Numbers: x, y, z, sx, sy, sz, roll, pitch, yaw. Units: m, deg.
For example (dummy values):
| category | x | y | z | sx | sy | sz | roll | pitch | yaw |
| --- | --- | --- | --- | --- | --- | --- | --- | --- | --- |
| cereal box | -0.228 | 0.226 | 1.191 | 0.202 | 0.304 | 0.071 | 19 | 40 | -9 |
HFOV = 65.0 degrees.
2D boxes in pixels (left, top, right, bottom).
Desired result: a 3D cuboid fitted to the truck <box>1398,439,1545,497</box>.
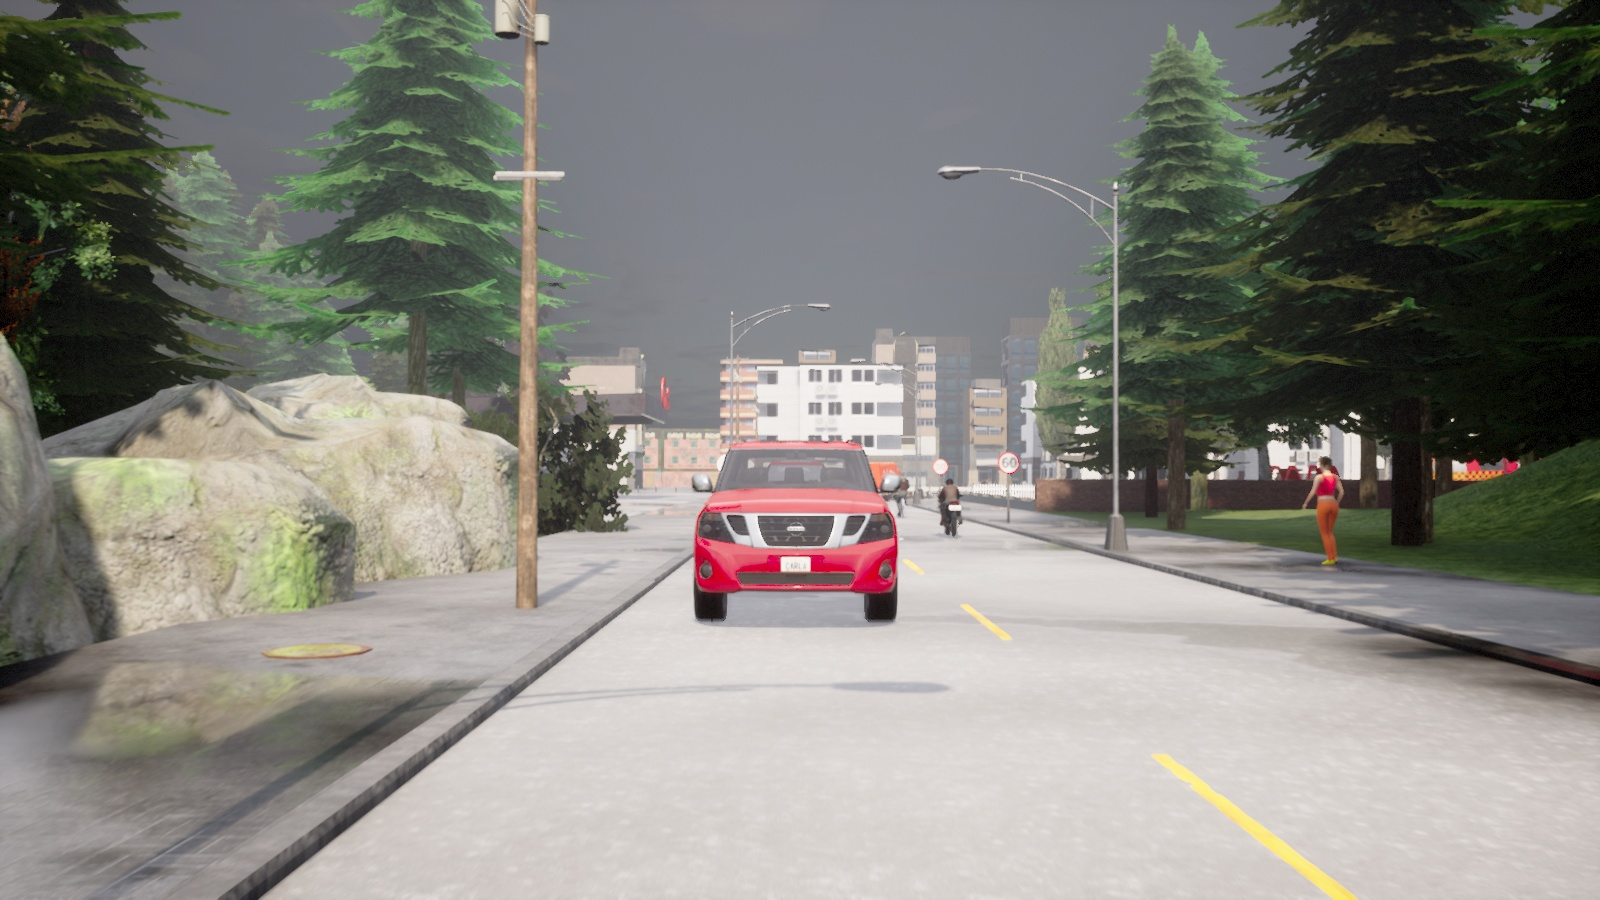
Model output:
| category | x | y | z | sx | sy | sz | roll | pitch | yaw |
| --- | --- | --- | --- | --- | --- | --- | --- | --- | --- |
| truck | 45.787 | 1.222 | 85.757 | 8.468 | 3.827 | 2.891 | 0 | -1 | 0 |

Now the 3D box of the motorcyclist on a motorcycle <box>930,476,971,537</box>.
| category | x | y | z | sx | sy | sz | roll | pitch | yaw |
| --- | --- | --- | --- | --- | --- | --- | --- | --- | --- |
| motorcyclist on a motorcycle | 3.915 | 1.457 | 32.797 | 0.797 | 1.523 | 2.044 | 0 | -1 | 0 |

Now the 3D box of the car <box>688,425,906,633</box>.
| category | x | y | z | sx | sy | sz | roll | pitch | yaw |
| --- | --- | --- | --- | --- | --- | --- | --- | --- | --- |
| car | -0.040 | 0.853 | 15.235 | 2.150 | 2.045 | 5.566 | 0 | -1 | 0 |

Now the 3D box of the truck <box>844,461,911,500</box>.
| category | x | y | z | sx | sy | sz | roll | pitch | yaw |
| --- | --- | --- | --- | --- | --- | --- | --- | --- | --- |
| truck | 5.064 | 1.979 | 81.557 | 2.627 | 2.467 | 5.204 | -1 | -1 | 24 |

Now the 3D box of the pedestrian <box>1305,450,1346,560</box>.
| category | x | y | z | sx | sy | sz | roll | pitch | yaw |
| --- | --- | --- | --- | --- | --- | --- | --- | --- | --- |
| pedestrian | 8.891 | 0.929 | 21.262 | 0.345 | 1.836 | 0.594 | 0 | -1 | -12 |
